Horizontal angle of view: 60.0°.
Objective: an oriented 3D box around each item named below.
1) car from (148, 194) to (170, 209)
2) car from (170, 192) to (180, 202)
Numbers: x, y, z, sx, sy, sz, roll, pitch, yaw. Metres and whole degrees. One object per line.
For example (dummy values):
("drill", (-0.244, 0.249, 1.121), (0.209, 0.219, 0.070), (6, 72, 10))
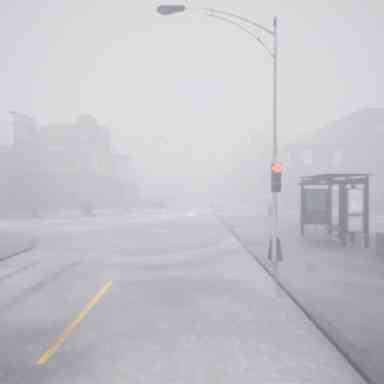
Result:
("car", (-3.989, 1.330, 40.278), (1.812, 1.442, 4.674), (0, 1, 0))
("car", (-3.993, 1.152, 64.403), (2.033, 1.411, 5.357), (0, 1, 0))
